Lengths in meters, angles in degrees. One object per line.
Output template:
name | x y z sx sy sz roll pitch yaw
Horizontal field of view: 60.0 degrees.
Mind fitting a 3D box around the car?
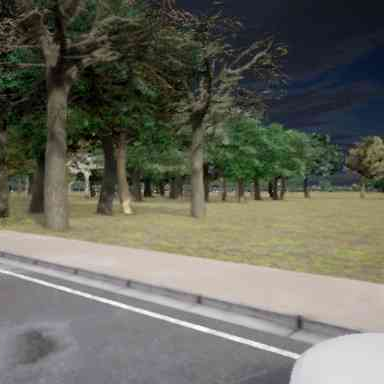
car | 2.839 1.531 1.659 4.674 1.442 1.812 0 0 36
